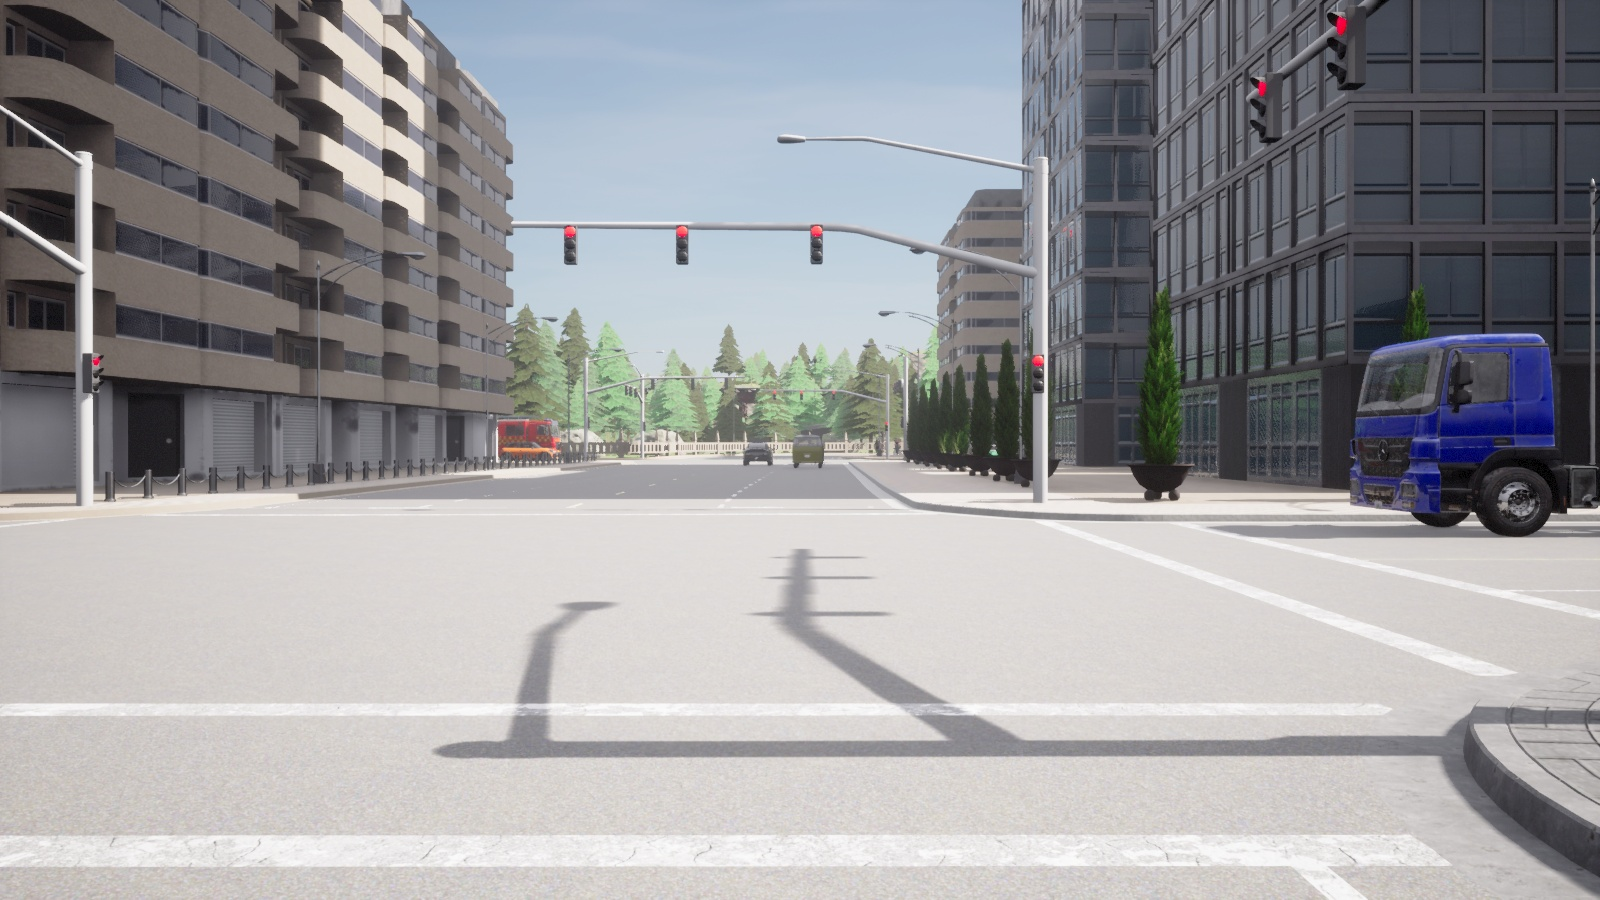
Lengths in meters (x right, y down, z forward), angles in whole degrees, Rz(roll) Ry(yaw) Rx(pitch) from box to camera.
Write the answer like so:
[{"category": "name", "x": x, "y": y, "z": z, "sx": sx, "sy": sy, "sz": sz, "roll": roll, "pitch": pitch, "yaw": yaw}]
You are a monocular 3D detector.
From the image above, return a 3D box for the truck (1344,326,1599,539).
[{"category": "truck", "x": 14.035, "y": -0.292, "z": 21.786, "sx": 7.936, "sy": 3.462, "sz": 2.891, "roll": 0, "pitch": 0, "yaw": 1}]

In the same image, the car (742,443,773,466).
[{"category": "car", "x": -2.794, "y": 0.274, "z": 84.086, "sx": 1.837, "sy": 1.490, "sz": 4.892, "roll": 0, "pitch": 0, "yaw": 1}]

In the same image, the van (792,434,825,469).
[{"category": "van", "x": 0.523, "y": 0.074, "z": 75.343, "sx": 1.775, "sy": 1.987, "sz": 4.442, "roll": 0, "pitch": 0, "yaw": 3}]
